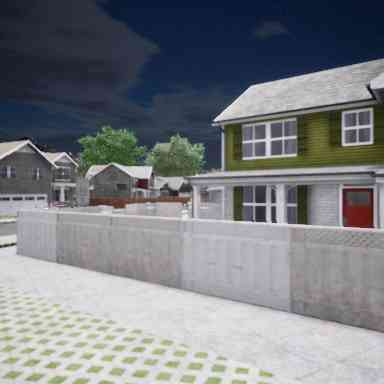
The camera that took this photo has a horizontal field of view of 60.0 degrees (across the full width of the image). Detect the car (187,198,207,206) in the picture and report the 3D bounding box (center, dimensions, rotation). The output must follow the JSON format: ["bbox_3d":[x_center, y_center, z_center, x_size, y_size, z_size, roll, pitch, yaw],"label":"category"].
[{"bbox_3d":[0.860,1.674,50.077,2.128,1.511,4.902,0,0,22],"label":"car"}]

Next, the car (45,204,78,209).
[{"bbox_3d":[-8.804,1.584,23.122,1.812,1.442,4.674,0,0,18],"label":"car"}]
